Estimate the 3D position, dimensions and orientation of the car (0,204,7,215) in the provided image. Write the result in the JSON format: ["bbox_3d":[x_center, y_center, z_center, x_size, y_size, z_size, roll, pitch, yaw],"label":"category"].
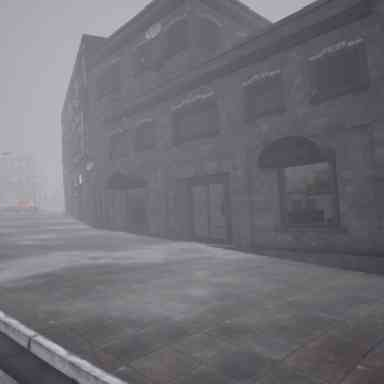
[{"bbox_3d":[-23.904,2.050,38.546,1.837,1.490,4.892,-3,0,-6],"label":"car"}]

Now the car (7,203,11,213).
[{"bbox_3d":[-28.698,2.528,52.551,1.812,1.442,4.674,-3,-1,-4],"label":"car"}]

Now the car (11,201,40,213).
[{"bbox_3d":[-25.095,2.117,50.932,2.097,1.767,4.553,-3,-1,-4],"label":"car"}]
